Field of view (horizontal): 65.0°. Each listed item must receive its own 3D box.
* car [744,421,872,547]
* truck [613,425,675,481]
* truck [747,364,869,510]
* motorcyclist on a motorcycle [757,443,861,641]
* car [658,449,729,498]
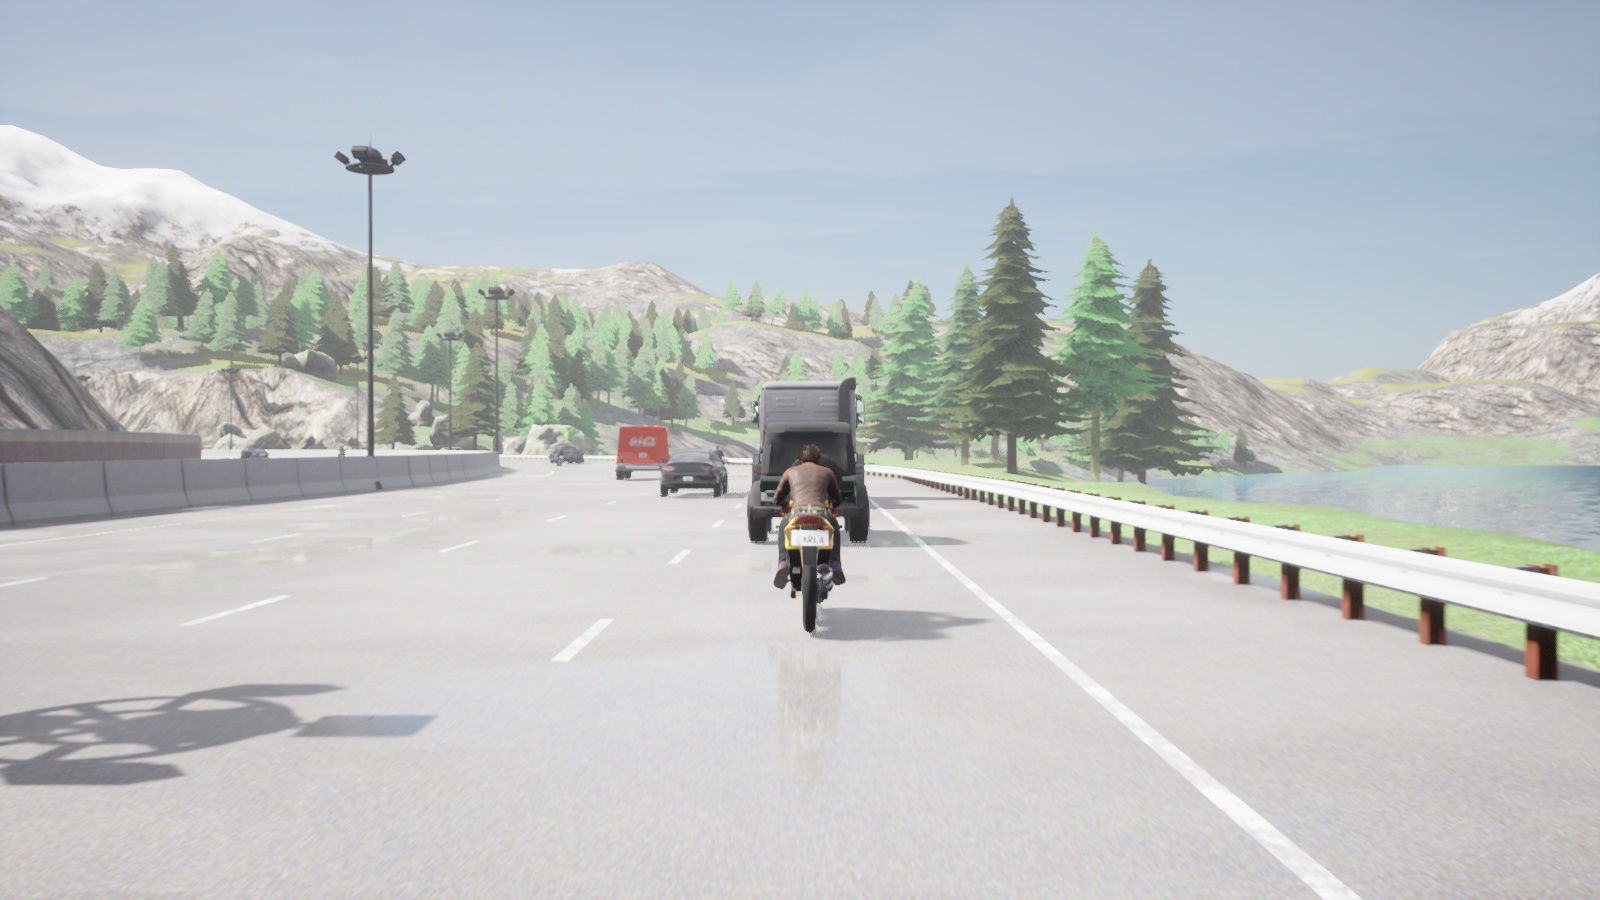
[{"bbox_3d":[0.134,0.496,20.641,1.905,1.878,3.866,0,0,0],"label":"car"},{"bbox_3d":[-7.201,0.119,58.390,2.627,2.467,5.204,0,0,-5],"label":"truck"},{"bbox_3d":[0.209,-0.312,33.691,2.891,3.462,7.936,0,0,0],"label":"truck"},{"bbox_3d":[0.077,0.705,10.694,0.797,1.523,2.044,0,0,0],"label":"motorcyclist on a motorcycle"},{"bbox_3d":[-3.259,0.680,39.170,1.812,1.442,4.674,0,0,0],"label":"car"}]
